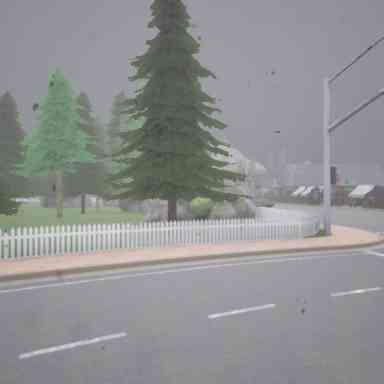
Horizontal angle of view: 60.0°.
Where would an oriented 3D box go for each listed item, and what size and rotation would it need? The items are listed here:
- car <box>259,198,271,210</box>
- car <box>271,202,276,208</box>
[{"bbox_3d":[7.405,1.604,40.446,1.994,1.385,4.181,0,0,-13],"label":"car"},{"bbox_3d":[9.651,1.585,46.223,2.033,1.411,5.357,0,0,-13],"label":"car"}]
